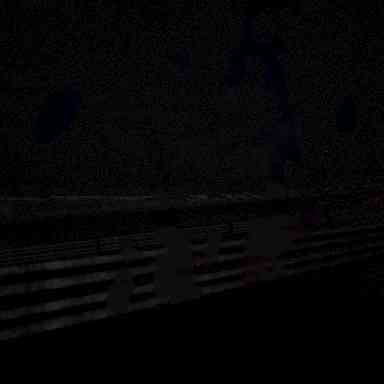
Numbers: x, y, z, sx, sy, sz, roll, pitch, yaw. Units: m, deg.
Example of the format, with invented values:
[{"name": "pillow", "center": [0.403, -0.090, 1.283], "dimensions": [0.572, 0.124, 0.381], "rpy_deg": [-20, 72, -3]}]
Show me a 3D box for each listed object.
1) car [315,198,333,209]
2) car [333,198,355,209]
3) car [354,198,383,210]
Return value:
[{"name": "car", "center": [19.673, 1.517, 46.630], "dimensions": [4.718, 1.301, 1.895], "rpy_deg": [-4, 2, -24]}, {"name": "car", "center": [21.078, 1.508, 43.424], "dimensions": [4.181, 1.385, 1.994], "rpy_deg": [-4, 2, -24]}, {"name": "car", "center": [22.516, 1.450, 40.232], "dimensions": [5.008, 1.535, 1.882], "rpy_deg": [-4, 2, -24]}]
